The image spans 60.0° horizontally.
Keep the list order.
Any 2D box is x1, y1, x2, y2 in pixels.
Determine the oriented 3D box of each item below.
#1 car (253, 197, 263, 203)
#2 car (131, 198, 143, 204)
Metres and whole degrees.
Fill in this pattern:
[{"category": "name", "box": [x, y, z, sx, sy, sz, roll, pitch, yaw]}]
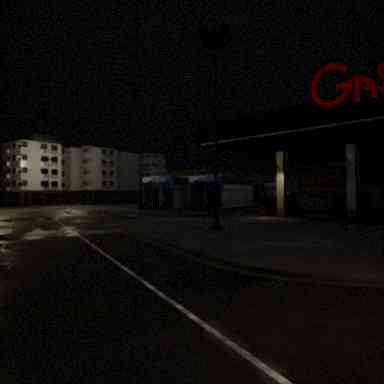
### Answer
[{"category": "car", "box": [15.646, 1.990, 81.358, 5.008, 1.535, 1.882, 0, 0, -27]}, {"category": "car", "box": [-12.141, 2.264, 81.533, 5.357, 1.411, 2.033, 0, -1, -41]}]
